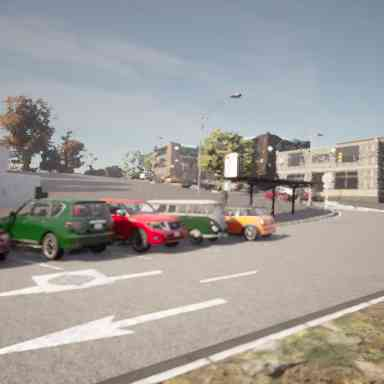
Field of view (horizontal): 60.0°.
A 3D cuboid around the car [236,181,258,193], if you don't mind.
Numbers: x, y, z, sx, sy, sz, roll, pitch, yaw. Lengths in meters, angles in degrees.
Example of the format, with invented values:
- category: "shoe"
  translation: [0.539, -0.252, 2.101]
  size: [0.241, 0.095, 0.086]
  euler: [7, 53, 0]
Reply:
- category: "car"
  translation: [9.987, -0.540, 56.255]
  size: [2.231, 1.521, 4.892]
  euler: [7, 3, 35]

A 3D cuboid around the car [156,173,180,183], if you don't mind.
- category: "car"
  translation: [-5.643, -3.252, 78.345]
  size: [2.435, 2.045, 5.566]
  euler: [8, 3, 34]

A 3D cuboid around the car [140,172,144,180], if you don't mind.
- category: "car"
  translation: [-10.953, -3.919, 85.618]
  size: [2.435, 2.045, 5.566]
  euler: [1, -2, 34]

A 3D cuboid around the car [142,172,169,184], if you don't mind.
- category: "car"
  translation: [-7.133, -2.429, 64.935]
  size: [2.128, 1.511, 4.902]
  euler: [3, 3, -36]

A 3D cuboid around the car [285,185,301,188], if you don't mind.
- category: "car"
  translation: [15.214, 0.028, 48.881]
  size: [2.435, 2.045, 5.566]
  euler: [7, 3, 35]

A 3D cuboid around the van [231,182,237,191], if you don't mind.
- category: "van"
  translation: [8.226, -1.040, 58.615]
  size: [1.878, 1.987, 4.442]
  euler: [8, 3, 35]

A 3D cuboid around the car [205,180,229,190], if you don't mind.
- category: "car"
  translation: [4.910, -1.359, 63.811]
  size: [1.946, 1.575, 5.366]
  euler: [7, 3, 35]

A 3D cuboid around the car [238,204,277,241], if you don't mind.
- category: "car"
  translation: [2.087, 1.524, 17.866]
  size: [4.553, 1.767, 2.185]
  euler: [-1, -1, 35]

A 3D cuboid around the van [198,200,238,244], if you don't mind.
- category: "van"
  translation: [-0.316, 1.382, 16.110]
  size: [4.442, 1.987, 1.878]
  euler: [-1, -2, 35]

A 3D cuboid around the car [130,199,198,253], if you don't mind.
- category: "car"
  translation: [-2.849, 1.317, 14.433]
  size: [5.566, 2.045, 2.435]
  euler: [-1, -2, 35]

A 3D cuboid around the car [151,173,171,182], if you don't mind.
- category: "car"
  translation: [-7.443, -3.405, 80.807]
  size: [2.185, 1.767, 4.553]
  euler: [6, 2, 34]

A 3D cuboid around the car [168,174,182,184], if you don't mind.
- category: "car"
  translation: [-3.791, -2.726, 76.087]
  size: [1.946, 1.575, 5.366]
  euler: [7, 3, 34]

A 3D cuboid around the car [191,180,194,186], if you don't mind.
- category: "car"
  translation: [1.328, -1.867, 68.586]
  size: [2.002, 1.452, 4.674]
  euler: [7, 3, 35]

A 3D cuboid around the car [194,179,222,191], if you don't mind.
- category: "car"
  translation: [2.969, -0.877, 50.718]
  size: [2.128, 1.511, 4.902]
  euler: [3, 4, -36]

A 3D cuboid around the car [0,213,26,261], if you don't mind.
- category: "car"
  translation: [-7.782, 1.527, 10.955]
  size: [4.674, 1.452, 2.002]
  euler: [-1, -1, 35]

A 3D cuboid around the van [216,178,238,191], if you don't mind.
- category: "van"
  translation: [6.492, -1.313, 61.084]
  size: [1.878, 1.987, 4.442]
  euler: [8, 3, 35]

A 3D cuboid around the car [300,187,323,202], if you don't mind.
- category: "car"
  translation: [16.906, 0.591, 46.409]
  size: [2.002, 1.452, 4.674]
  euler: [7, 3, 35]

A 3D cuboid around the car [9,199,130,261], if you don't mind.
- category: "car"
  translation: [-5.357, 1.276, 12.721]
  size: [5.566, 2.045, 2.435]
  euler: [-1, -1, 35]

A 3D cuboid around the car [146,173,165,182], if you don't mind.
- category: "car"
  translation: [-9.178, -3.640, 83.273]
  size: [2.185, 1.767, 4.553]
  euler: [4, 0, 33]

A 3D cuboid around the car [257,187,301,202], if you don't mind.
- category: "car"
  translation: [10.459, 0.371, 40.260]
  size: [1.994, 1.385, 4.181]
  euler: [3, 3, -34]
